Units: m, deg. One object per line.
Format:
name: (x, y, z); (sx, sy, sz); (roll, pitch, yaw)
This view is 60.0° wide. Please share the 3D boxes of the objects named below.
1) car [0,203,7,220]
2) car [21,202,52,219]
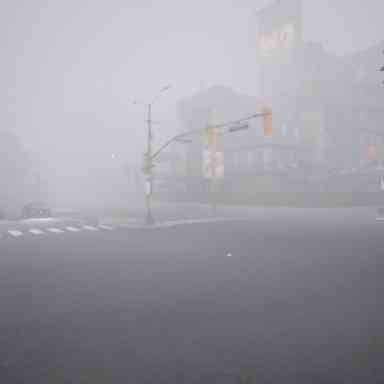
car: (-16.712, 1.504, 27.604); (1.837, 1.490, 4.892); (0, 0, -36)
car: (-13.887, 1.558, 29.671); (1.994, 1.385, 4.181); (0, 0, -36)
